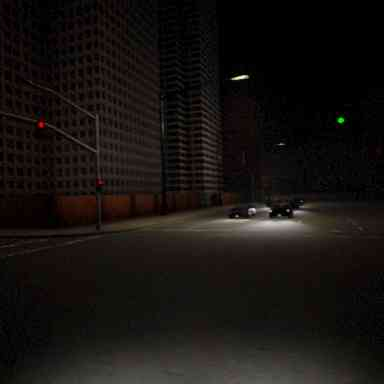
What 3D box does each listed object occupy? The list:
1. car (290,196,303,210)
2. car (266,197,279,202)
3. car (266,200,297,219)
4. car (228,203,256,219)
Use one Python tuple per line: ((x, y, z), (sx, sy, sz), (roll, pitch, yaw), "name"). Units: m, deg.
((13.064, 1.640, 43.646), (1.895, 1.301, 4.718), (-2, -1, 21), "car")
((13.171, 1.640, 53.876), (2.128, 1.511, 4.902), (-2, -1, 21), "car")
((8.109, 1.658, 30.057), (1.895, 1.301, 4.718), (-2, -1, 20), "car")
((4.852, 1.730, 31.630), (2.033, 1.411, 5.357), (-2, -1, 20), "car")
